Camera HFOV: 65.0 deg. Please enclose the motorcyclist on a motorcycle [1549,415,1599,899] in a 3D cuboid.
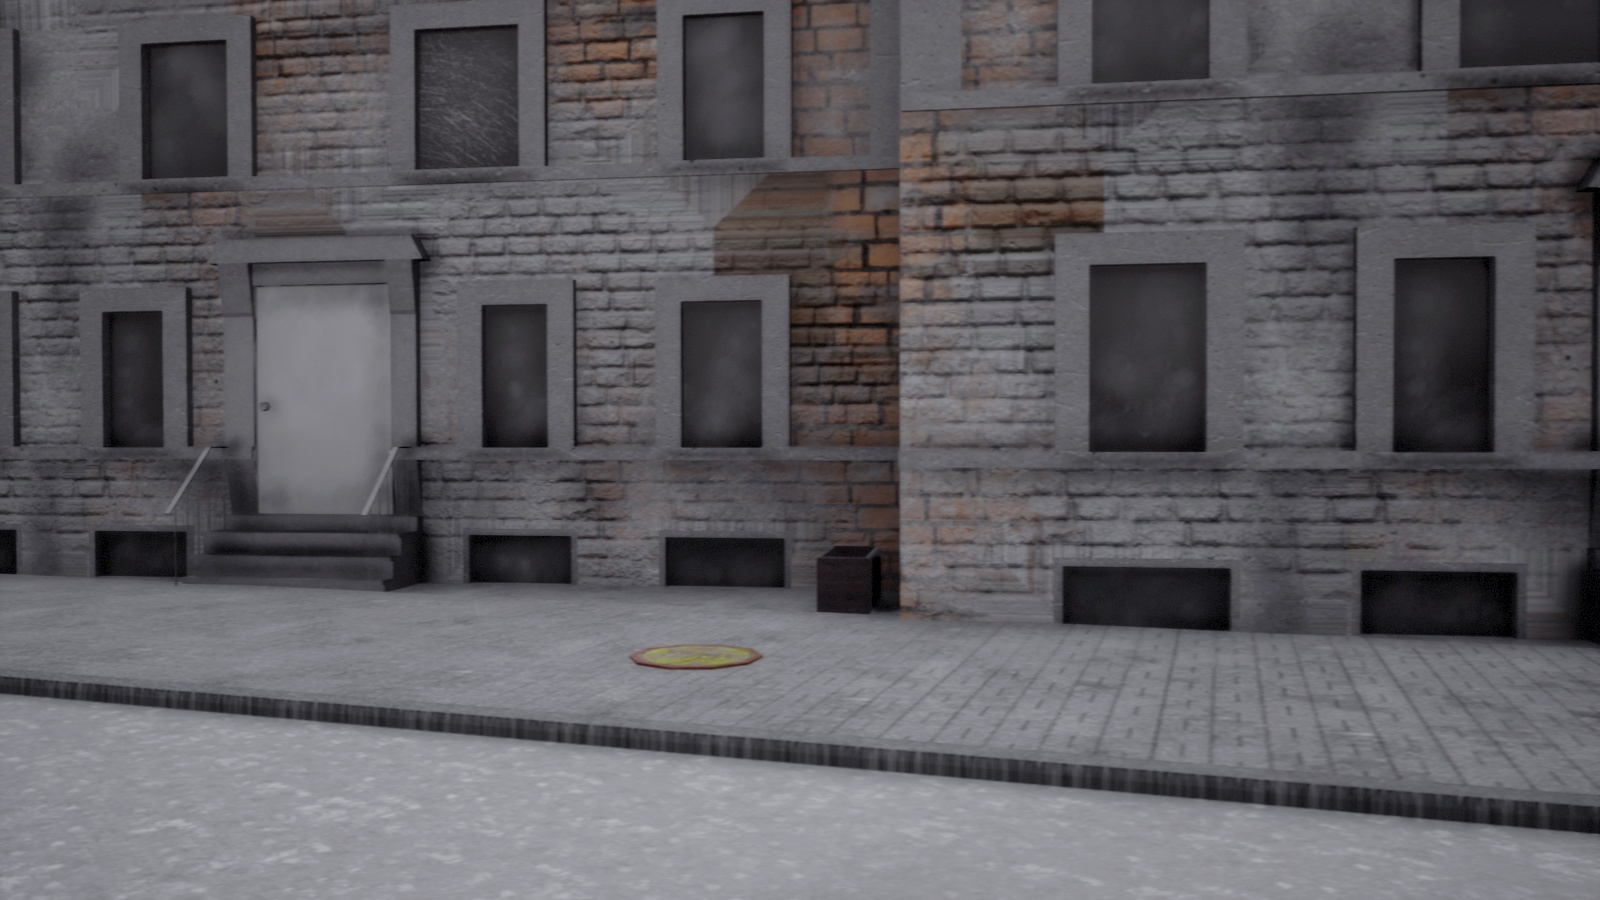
[{"bbox_3d":[3.045,0.748,2.696,2.350,1.649,0.766,0,1,19],"label":"motorcyclist on a motorcycle"}]
